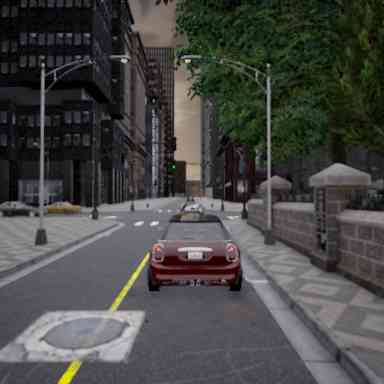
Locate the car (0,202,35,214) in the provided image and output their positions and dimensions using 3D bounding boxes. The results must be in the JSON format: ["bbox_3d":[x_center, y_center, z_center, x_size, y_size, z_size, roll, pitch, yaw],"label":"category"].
[{"bbox_3d":[-20.282,1.762,37.245,4.403,1.369,2.008,0,-1,0],"label":"car"}]

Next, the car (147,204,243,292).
[{"bbox_3d":[0.058,1.371,9.169,2.097,1.767,4.553,0,0,0],"label":"car"}]

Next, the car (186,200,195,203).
[{"bbox_3d":[-0.011,1.583,24.497,1.812,1.442,4.674,0,0,0],"label":"car"}]

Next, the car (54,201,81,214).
[{"bbox_3d":[-14.939,1.730,37.240,4.829,1.417,1.752,0,-1,0],"label":"car"}]

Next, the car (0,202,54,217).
[{"bbox_3d":[-14.768,1.559,28.717,4.403,1.369,2.008,0,-1,0],"label":"car"}]

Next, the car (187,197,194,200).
[{"bbox_3d":[-0.363,1.842,79.995,1.812,1.442,4.674,0,0,0],"label":"car"}]

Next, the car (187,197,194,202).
[{"bbox_3d":[-0.410,1.936,90.094,1.994,1.385,4.181,0,0,0],"label":"car"}]
